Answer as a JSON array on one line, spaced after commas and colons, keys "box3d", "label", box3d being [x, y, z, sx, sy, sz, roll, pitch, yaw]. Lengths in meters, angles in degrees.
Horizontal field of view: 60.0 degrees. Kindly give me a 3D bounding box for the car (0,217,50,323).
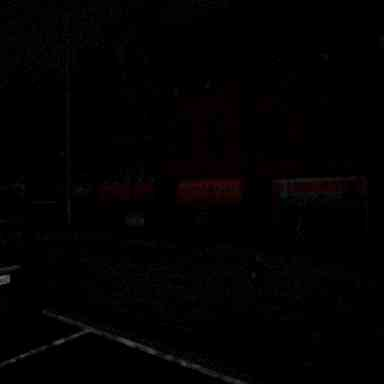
[{"box3d": [-4.692, 1.371, 6.175, 5.009, 1.841, 2.192, -1, -1, 36], "label": "car"}]
